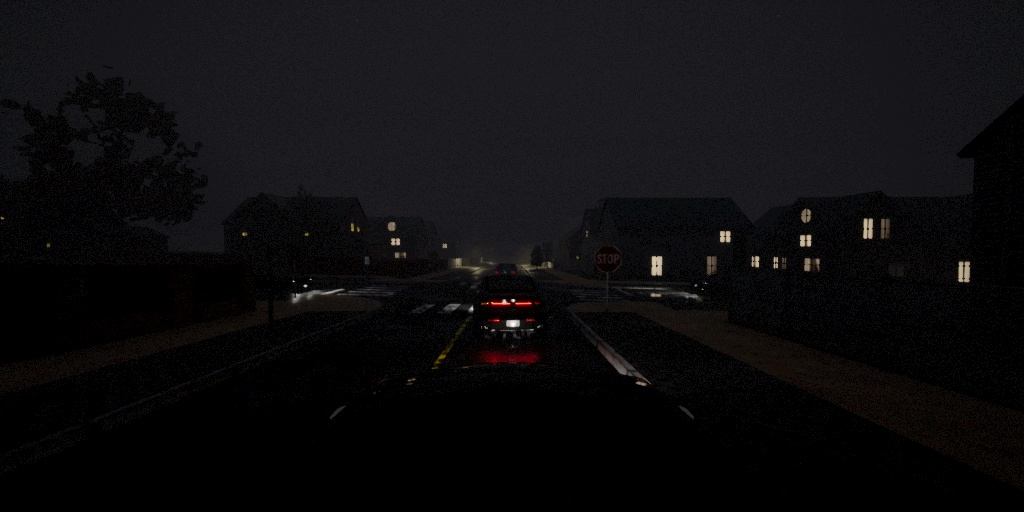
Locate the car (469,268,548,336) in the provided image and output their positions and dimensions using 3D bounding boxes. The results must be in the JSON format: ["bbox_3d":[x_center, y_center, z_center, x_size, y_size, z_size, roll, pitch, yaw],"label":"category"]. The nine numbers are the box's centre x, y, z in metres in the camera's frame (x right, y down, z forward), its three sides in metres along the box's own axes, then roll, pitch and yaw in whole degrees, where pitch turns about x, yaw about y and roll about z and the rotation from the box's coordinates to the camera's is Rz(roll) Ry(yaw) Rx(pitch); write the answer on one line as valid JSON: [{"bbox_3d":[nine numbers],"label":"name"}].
[{"bbox_3d":[-0.150,1.252,10.387,1.837,1.490,4.892,0,0,-4],"label":"car"}]

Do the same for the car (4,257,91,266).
[{"bbox_3d":[-23.599,0.826,18.443,4.892,1.490,1.837,1,1,1],"label":"car"}]

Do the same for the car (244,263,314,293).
[{"bbox_3d":[-13.162,1.082,18.285,5.357,1.411,2.033,1,1,1],"label":"car"}]

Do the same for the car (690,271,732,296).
[{"bbox_3d":[12.711,1.572,20.848,4.181,1.385,1.994,1,1,1],"label":"car"}]

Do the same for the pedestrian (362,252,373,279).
[{"bbox_3d":[-9.701,0.611,24.084,0.375,1.860,0.375,0,0,1],"label":"pedestrian"}]

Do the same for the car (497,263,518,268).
[{"bbox_3d":[-0.379,1.290,29.799,2.033,1.411,5.357,0,0,4],"label":"car"}]
